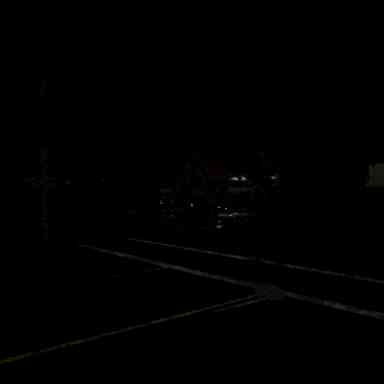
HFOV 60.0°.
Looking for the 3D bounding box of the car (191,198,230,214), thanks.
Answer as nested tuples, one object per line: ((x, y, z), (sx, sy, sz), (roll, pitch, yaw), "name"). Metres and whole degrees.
((1.825, 1.396, 34.196), (1.837, 1.490, 4.892), (-1, 0, -37), "car")

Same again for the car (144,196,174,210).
((-4.186, 1.254, 42.173), (2.097, 1.767, 4.553), (-1, 0, -37), "car")
